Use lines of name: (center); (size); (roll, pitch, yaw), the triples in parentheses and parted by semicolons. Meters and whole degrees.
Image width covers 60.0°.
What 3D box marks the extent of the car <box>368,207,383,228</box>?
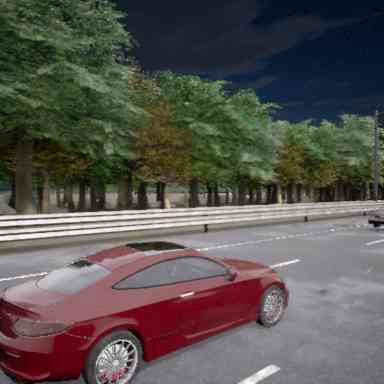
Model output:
car: (13.114, 1.543, 21.150); (5.357, 1.411, 2.033); (0, 0, -40)

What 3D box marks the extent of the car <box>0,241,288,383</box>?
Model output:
car: (-0.419, 1.519, 5.184); (4.674, 1.442, 1.812); (0, 0, -40)
